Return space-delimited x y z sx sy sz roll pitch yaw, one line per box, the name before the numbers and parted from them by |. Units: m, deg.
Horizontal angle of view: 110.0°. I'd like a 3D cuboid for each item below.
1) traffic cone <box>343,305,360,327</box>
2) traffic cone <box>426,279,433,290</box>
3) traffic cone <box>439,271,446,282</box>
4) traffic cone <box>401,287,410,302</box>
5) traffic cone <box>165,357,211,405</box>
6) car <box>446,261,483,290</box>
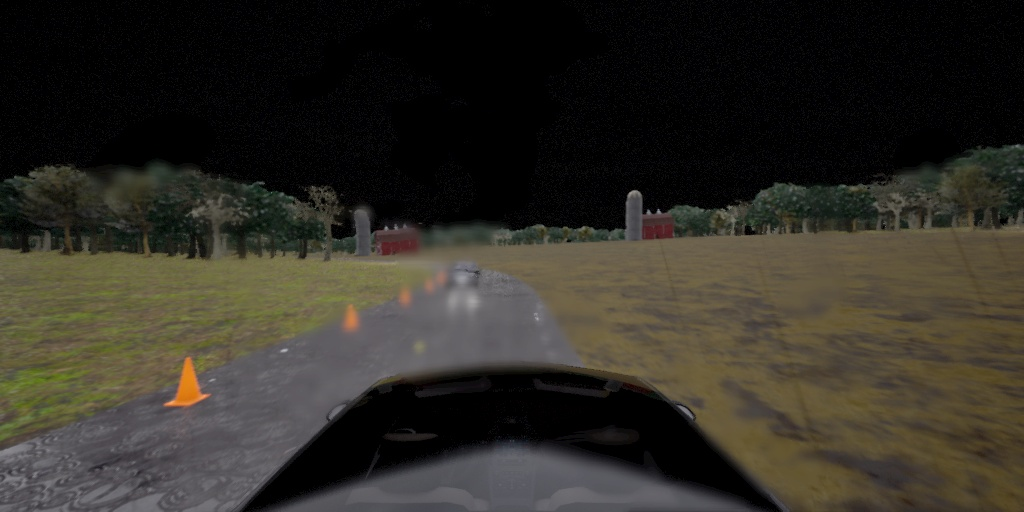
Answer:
traffic cone | -4.423 1.642 9.907 0.340 0.580 0.340 0 0 0
traffic cone | -4.525 1.553 19.785 0.340 0.580 0.340 0 0 -3
traffic cone | -4.893 1.506 24.636 0.340 0.580 0.340 0 0 -6
traffic cone | -4.420 1.598 14.907 0.340 0.580 0.340 0 0 0
traffic cone | -4.426 1.683 4.906 0.340 0.580 0.340 0 0 0
car | -2.726 1.076 20.963 2.128 1.511 4.902 0 1 -4
